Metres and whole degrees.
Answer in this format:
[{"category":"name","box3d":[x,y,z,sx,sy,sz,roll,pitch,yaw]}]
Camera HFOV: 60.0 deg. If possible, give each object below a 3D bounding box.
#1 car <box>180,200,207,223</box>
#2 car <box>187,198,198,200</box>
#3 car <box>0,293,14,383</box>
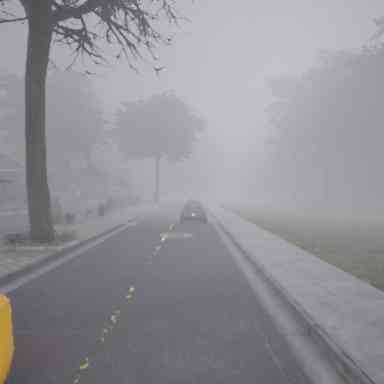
[{"category":"car","box3d":[0.105,1.579,25.526,1.994,1.385,4.181,0,0,0]},{"category":"car","box3d":[0.109,1.518,42.754,1.837,1.490,4.892,0,0,0]},{"category":"car","box3d":[-2.851,1.480,1.531,1.882,1.535,5.008,0,0,0]}]
